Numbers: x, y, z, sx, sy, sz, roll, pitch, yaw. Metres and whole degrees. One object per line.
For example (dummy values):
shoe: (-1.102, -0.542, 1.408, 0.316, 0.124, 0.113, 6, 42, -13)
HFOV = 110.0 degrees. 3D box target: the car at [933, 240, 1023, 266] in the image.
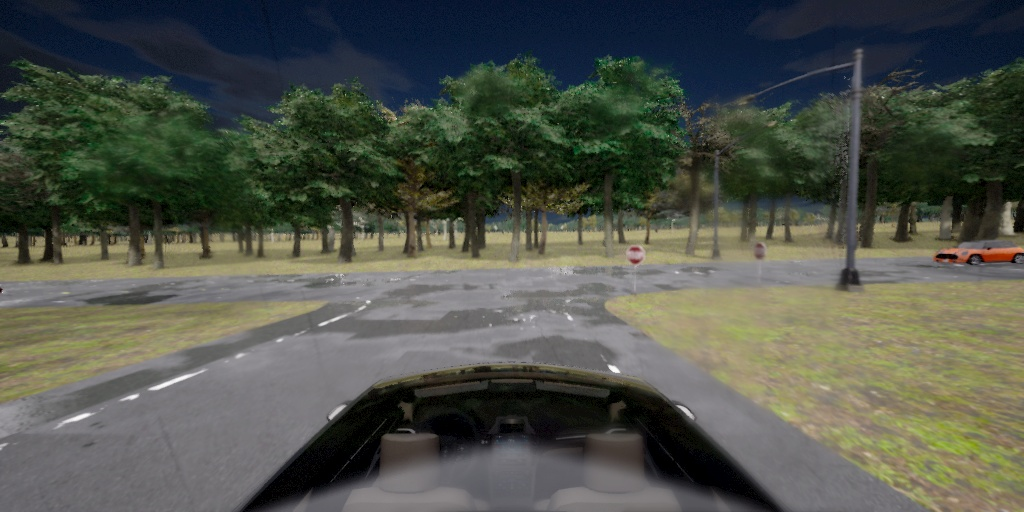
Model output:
car: (33.042, -0.296, 25.460, 4.553, 1.767, 2.097, -2, 4, 0)

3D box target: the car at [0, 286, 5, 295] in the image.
car: (-34.066, 1.949, 21.693, 4.674, 1.442, 1.812, -1, 4, 0)
